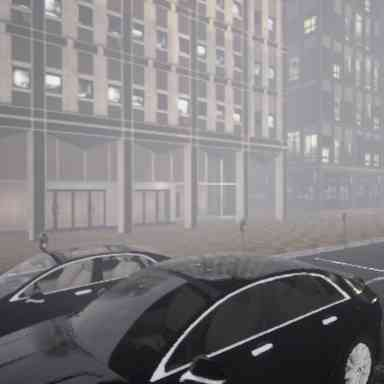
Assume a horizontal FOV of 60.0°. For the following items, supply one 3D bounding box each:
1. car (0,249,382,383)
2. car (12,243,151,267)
[{"bbox_3d":[0.116,1.500,3.459,4.892,1.490,1.837,0,0,-36],"label":"car"},{"bbox_3d":[-1.900,1.548,5.207,4.403,1.369,2.008,0,0,-36],"label":"car"}]
